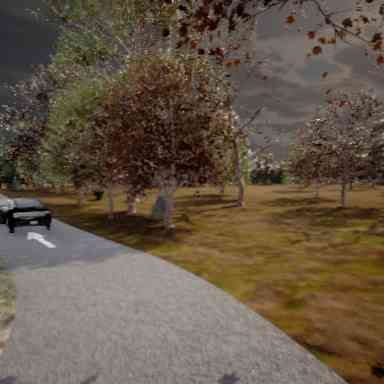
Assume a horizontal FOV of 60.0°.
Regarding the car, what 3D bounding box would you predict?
[{"bbox_3d":[-8.594,1.065,17.028,2.128,1.511,4.902,-1,3,-36],"label":"car"}]
